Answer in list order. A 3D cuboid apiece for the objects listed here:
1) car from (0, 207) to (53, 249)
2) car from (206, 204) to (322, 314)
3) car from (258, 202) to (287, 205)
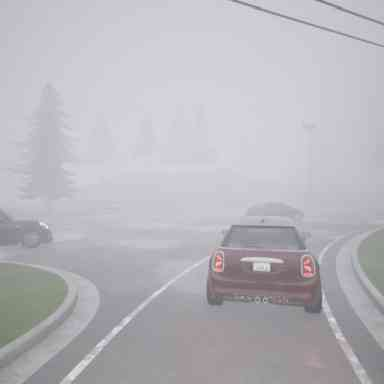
[{"bbox_3d":[-8.013,1.347,13.211,4.553,1.767,2.097,0,0,-30],"label":"car"},{"bbox_3d":[1.736,1.349,7.960,2.097,1.767,4.553,0,0,14],"label":"car"},{"bbox_3d":[6.304,1.495,25.080,4.892,1.490,1.837,0,0,-29],"label":"car"}]
